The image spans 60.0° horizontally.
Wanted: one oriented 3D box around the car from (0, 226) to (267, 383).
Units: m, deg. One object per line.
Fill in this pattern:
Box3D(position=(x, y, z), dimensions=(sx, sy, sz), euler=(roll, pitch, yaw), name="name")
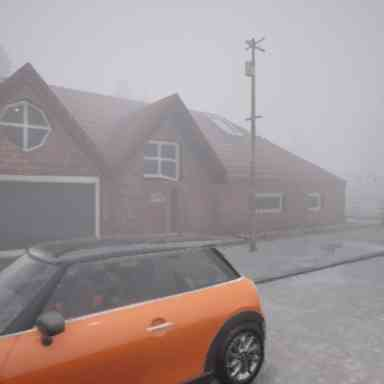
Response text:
Box3D(position=(-1.321, 1.342, 3.665), dimensions=(4.553, 1.767, 2.097), euler=(0, 0, -35), name="car")
